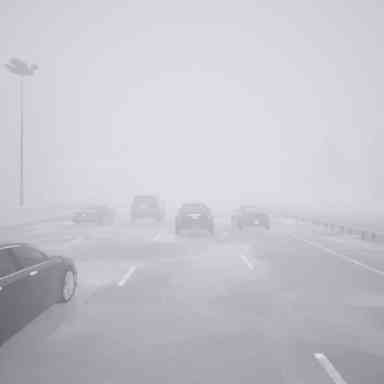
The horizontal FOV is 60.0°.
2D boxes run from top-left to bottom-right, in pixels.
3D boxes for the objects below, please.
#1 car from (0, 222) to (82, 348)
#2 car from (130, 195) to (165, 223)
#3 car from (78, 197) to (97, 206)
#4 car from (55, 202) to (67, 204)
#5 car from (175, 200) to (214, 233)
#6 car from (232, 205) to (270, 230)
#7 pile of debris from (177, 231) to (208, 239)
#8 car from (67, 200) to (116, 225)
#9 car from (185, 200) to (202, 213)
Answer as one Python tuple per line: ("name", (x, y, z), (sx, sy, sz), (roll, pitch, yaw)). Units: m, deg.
("car", (-3.395, 1.503, 5.260), (1.837, 1.490, 4.892), (0, 0, 0))
("car", (-3.352, 1.222, 25.898), (2.150, 2.045, 5.566), (0, 0, 0))
("car", (-17.622, 1.520, 56.466), (1.812, 1.442, 4.674), (0, 0, -1))
("car", (-21.078, 1.518, 55.246), (1.812, 1.442, 4.674), (0, 0, -1))
("car", (0.135, 1.353, 19.648), (2.097, 1.767, 4.553), (0, 0, 0))
("car", (3.638, 1.529, 21.034), (1.812, 1.442, 4.674), (0, 0, 0))
("pile of debris", (0.029, 2.177, 16.981), (1.500, 0.140, 1.860), (0, 0, 0))
("car", (-6.856, 1.545, 23.704), (2.033, 1.411, 5.357), (0, 0, 0))
("car", (0.173, 1.604, 38.746), (1.895, 1.301, 4.718), (0, 0, 0))
